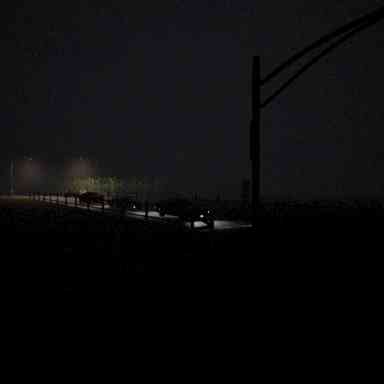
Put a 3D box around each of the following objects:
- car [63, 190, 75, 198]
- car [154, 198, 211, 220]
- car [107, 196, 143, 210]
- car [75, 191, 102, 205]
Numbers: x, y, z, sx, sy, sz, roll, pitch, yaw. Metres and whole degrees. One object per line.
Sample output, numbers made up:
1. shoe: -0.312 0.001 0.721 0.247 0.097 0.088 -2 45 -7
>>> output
1. car: -22.525 0.355 62.016 1.882 1.535 5.008 0 1 -35
2. car: -0.855 1.180 24.361 2.033 1.411 5.357 0 1 -35
3. car: -6.591 1.051 32.613 1.895 1.301 4.718 0 1 -35
4. car: -12.453 0.743 41.068 1.882 1.535 5.008 0 1 -35
